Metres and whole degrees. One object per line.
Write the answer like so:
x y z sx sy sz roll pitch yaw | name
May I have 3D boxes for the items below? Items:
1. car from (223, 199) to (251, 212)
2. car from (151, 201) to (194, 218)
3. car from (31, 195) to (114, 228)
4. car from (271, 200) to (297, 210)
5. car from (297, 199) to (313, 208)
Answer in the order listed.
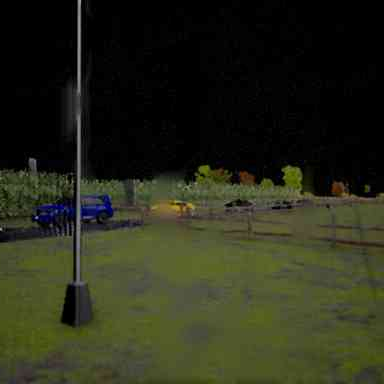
5.713 1.720 41.565 1.837 1.490 4.892 -1 -1 36 | car
-1.792 1.584 31.189 1.882 1.535 5.008 -1 -1 36 | car
-7.928 1.242 22.677 2.150 2.045 5.566 -1 -1 36 | car
12.555 1.819 46.107 1.994 1.385 4.181 -1 -1 36 | car
18.225 1.872 54.066 1.812 1.442 4.674 -1 -1 36 | car
